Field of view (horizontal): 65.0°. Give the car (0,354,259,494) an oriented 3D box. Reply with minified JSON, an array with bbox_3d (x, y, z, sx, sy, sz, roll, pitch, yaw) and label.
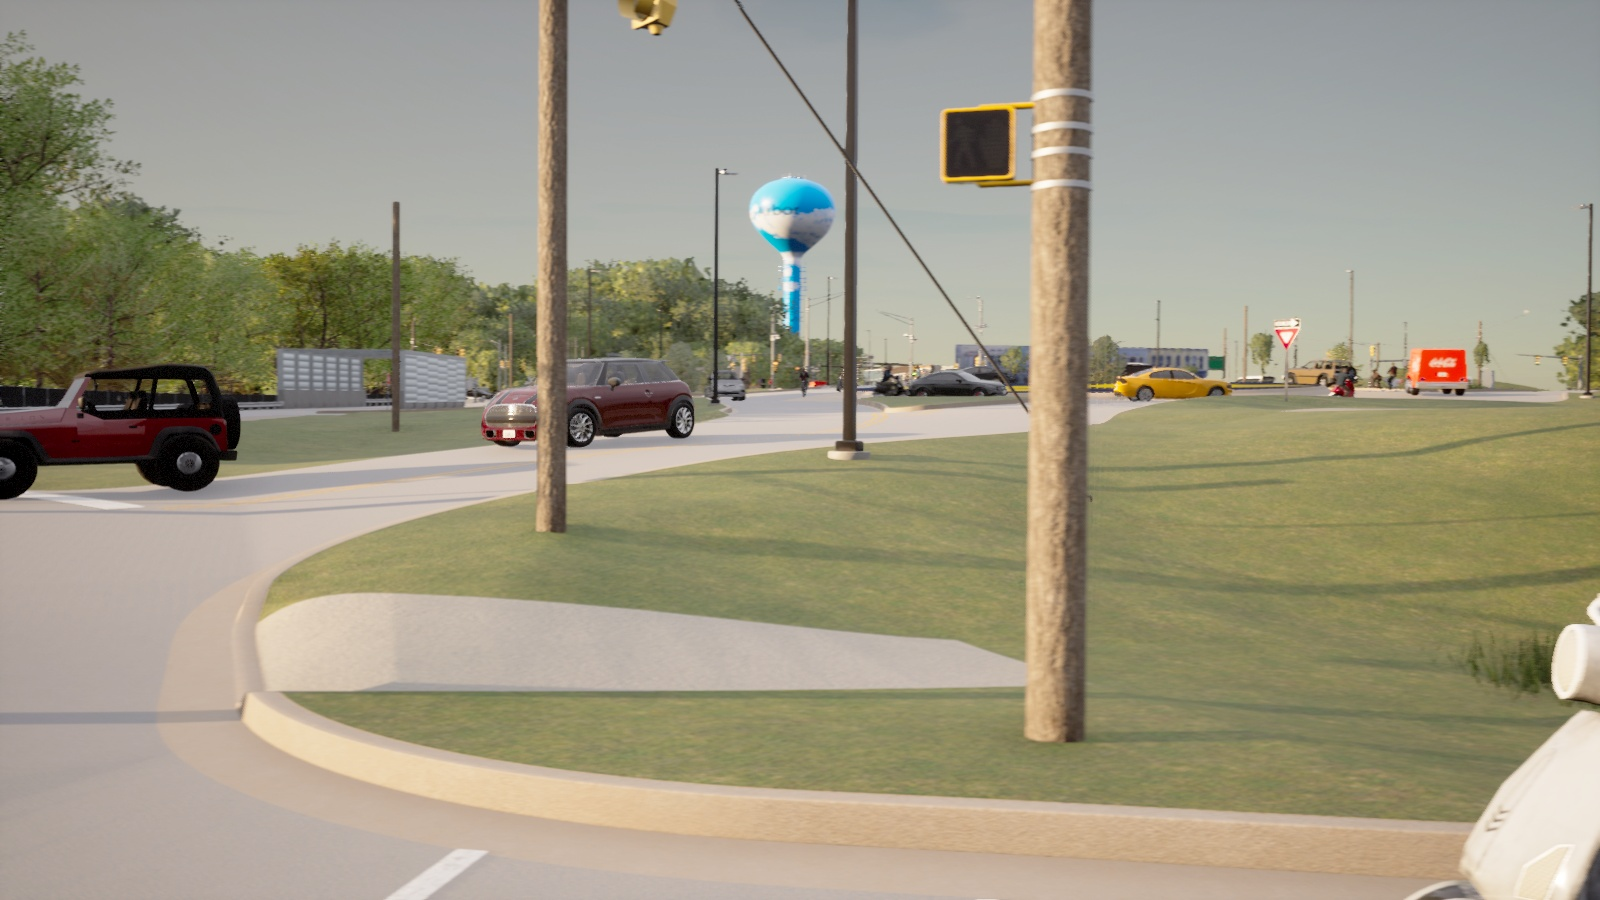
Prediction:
[{"bbox_3d":[-10.279,-0.405,18.483,3.866,1.878,1.905,-2,3,-37],"label":"car"}]

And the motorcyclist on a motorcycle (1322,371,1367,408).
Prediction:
[{"bbox_3d":[24.917,-2.765,57.473,1.817,1.590,0.866,0,7,-33],"label":"motorcyclist on a motorcycle"}]

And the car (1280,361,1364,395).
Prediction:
[{"bbox_3d":[31.098,-4.302,74.980,1.932,1.855,4.605,1,4,-19],"label":"car"}]

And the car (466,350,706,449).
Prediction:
[{"bbox_3d":[-4.083,-1.052,24.771,2.097,1.767,4.553,1,4,33],"label":"car"}]

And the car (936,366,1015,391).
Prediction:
[{"bbox_3d":[11.909,-4.851,85.296,5.008,1.535,1.882,-1,2,-6],"label":"car"}]

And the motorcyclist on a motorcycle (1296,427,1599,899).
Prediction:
[{"bbox_3d":[2.075,0.749,2.617,1.817,1.590,0.866,0,1,12],"label":"motorcyclist on a motorcycle"}]

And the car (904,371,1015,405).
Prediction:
[{"bbox_3d":[7.178,-2.808,56.720,4.674,1.442,1.812,2,5,34],"label":"car"}]

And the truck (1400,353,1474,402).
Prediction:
[{"bbox_3d":[33.750,-3.911,66.675,2.627,2.467,5.204,2,5,18],"label":"truck"}]

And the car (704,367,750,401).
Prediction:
[{"bbox_3d":[-3.741,-3.344,63.912,1.851,1.617,3.988,1,2,-11],"label":"car"}]

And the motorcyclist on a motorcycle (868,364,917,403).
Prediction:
[{"bbox_3d":[3.927,-2.807,53.358,1.817,1.590,0.866,2,0,36],"label":"motorcyclist on a motorcycle"}]

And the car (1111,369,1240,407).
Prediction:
[{"bbox_3d":[16.280,-2.720,54.610,5.008,1.535,1.882,1,5,0],"label":"car"}]
